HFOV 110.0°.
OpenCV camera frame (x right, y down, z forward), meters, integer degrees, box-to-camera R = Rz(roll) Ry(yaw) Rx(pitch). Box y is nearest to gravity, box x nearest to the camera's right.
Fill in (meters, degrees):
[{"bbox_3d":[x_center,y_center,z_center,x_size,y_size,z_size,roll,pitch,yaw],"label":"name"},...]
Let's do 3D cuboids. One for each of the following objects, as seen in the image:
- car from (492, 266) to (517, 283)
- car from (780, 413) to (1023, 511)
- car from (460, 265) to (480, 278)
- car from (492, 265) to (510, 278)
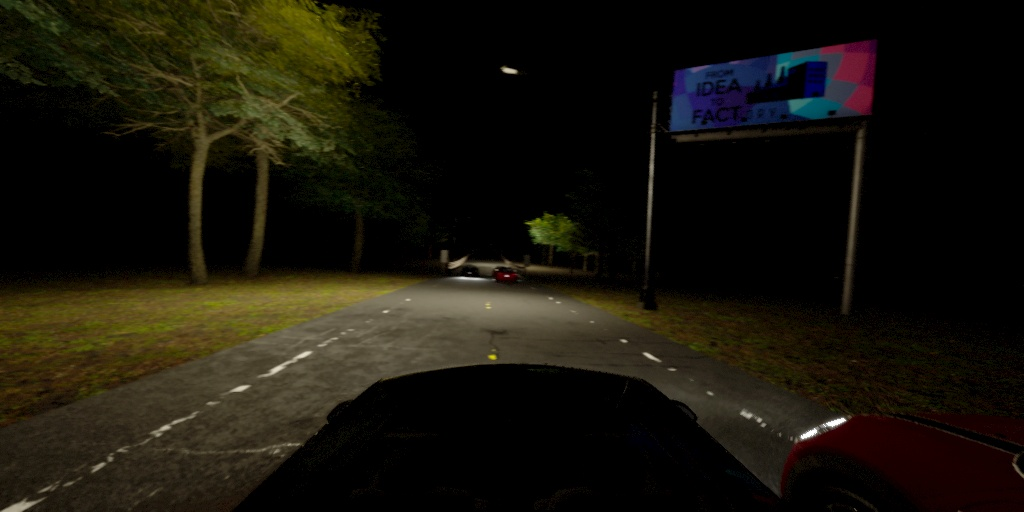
[{"bbox_3d":[-0.570,1.765,33.886,1.994,1.385,4.181,3,-1,-4],"label":"car"},{"bbox_3d":[3.122,1.263,0.726,2.097,1.767,4.553,3,0,-4],"label":"car"},{"bbox_3d":[-4.599,1.651,39.692,1.994,1.385,4.181,3,-1,-4],"label":"car"},{"bbox_3d":[-1.404,1.912,44.673,1.994,1.385,4.181,3,-1,-4],"label":"car"}]
